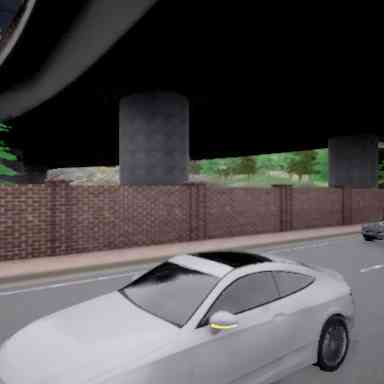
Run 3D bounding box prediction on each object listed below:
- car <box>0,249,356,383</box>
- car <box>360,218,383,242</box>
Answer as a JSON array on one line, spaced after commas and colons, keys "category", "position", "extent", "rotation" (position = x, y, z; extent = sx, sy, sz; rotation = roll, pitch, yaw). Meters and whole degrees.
[{"category": "car", "position": [0.224, 1.527, 4.153], "extent": [4.674, 1.442, 1.812], "rotation": [0, 0, -35]}, {"category": "car", "position": [9.685, 1.608, 15.125], "extent": [4.718, 1.301, 1.895], "rotation": [0, 0, -35]}]
